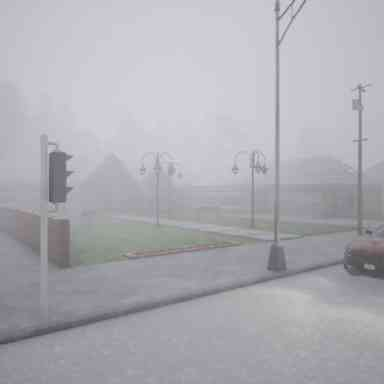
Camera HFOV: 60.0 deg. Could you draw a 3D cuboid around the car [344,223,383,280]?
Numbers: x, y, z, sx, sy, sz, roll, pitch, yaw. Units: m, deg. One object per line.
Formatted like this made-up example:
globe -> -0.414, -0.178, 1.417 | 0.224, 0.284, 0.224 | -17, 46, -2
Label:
car -> 6.219, 1.498, 9.297 | 5.008, 1.535, 1.882 | 0, 0, -36
